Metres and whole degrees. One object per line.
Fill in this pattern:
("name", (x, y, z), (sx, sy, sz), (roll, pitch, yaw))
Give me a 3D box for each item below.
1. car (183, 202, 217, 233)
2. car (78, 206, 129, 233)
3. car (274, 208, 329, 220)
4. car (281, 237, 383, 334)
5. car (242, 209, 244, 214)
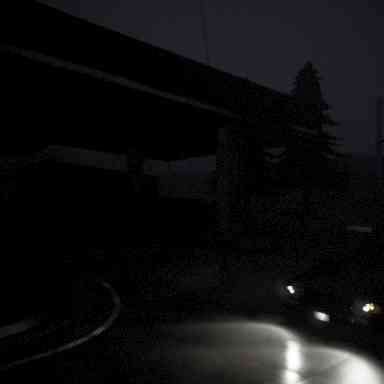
("car", (1.070, 1.684, 22.515), (1.905, 1.878, 3.866), (1, -1, -37))
("car", (-6.063, 1.792, 22.620), (2.242, 1.667, 4.611), (1, -1, -37))
("car", (9.605, 2.097, 29.353), (1.895, 1.301, 4.718), (1, -1, -36))
("car", (4.266, 1.724, 7.204), (5.357, 1.411, 2.033), (1, -2, -38))
("car", (3.748, 1.859, 37.425), (2.097, 1.767, 4.553), (1, -1, -36))
